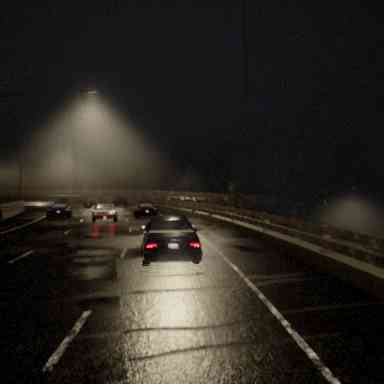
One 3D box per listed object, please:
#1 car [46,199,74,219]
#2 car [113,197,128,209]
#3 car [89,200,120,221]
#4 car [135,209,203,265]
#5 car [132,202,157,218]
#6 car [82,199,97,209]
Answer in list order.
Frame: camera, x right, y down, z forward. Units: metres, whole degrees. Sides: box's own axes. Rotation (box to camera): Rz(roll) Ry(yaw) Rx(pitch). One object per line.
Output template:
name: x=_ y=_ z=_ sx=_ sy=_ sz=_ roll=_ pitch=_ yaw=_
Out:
car: x=-11.508 y=1.587 z=29.171 sx=1.994 sy=1.385 sz=4.181 roll=0 pitch=0 yaw=-16
car: x=-10.099 y=1.517 z=45.832 sx=1.837 sy=1.490 sz=4.892 roll=0 pitch=1 yaw=-24
car: x=-7.088 y=1.610 z=26.996 sx=1.895 sy=1.301 sz=4.718 roll=0 pitch=0 yaw=-15
car: x=-0.806 y=1.544 z=11.789 sx=2.033 sy=1.411 sz=5.357 roll=0 pitch=0 yaw=-7
car: x=-4.242 y=1.562 z=29.612 sx=1.994 sy=1.385 sz=4.181 roll=0 pitch=0 yaw=-15
car: x=-14.000 y=1.624 z=46.008 sx=1.895 sy=1.301 sz=4.718 roll=0 pitch=0 yaw=-25
